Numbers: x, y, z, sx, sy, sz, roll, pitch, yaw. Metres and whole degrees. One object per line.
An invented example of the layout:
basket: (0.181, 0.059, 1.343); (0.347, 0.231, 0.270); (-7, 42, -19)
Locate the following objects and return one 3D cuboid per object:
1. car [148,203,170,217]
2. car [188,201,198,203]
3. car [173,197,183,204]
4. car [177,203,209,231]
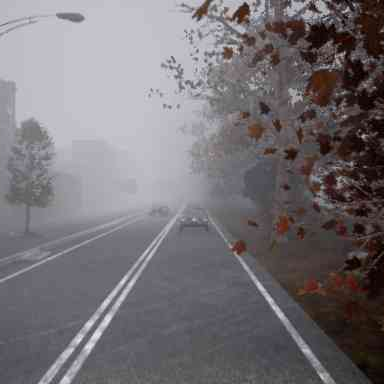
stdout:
car: (-3.283, 1.805, 33.807); (1.895, 1.301, 4.718); (0, 0, 0)
car: (0.187, 1.837, 42.722); (1.994, 1.385, 4.181); (0, 0, 0)
car: (-3.067, 1.839, 75.040); (2.097, 1.767, 4.553); (0, 0, 0)
car: (0.129, 1.655, 21.576); (2.033, 1.411, 5.357); (0, 0, 0)
